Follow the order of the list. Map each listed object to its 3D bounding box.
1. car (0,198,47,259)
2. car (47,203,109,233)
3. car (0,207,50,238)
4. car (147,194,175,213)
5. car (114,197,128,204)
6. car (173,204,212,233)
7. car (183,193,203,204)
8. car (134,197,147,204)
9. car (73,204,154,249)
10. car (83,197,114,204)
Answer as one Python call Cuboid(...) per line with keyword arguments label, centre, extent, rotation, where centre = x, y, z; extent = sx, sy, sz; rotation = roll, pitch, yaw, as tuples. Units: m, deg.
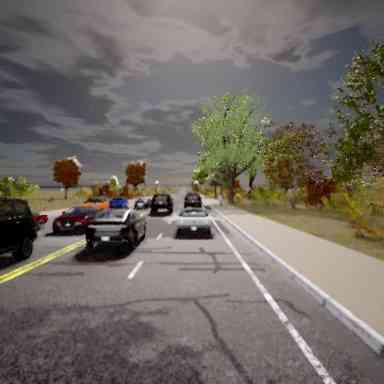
Cuboid(label="car", centre=(-6.576, 1.214, 9.607), extent=(2.150, 2.045, 5.566), rotation=(0, 0, 0))
Cuboid(label="car", centre=(-6.561, 1.548, 19.593), extent=(1.994, 1.385, 4.181), rotation=(0, 0, 1))
Cuboid(label="car", centre=(-9.816, 1.586, 18.407), extent=(1.895, 1.301, 4.718), rotation=(0, 0, 0))
Cuboid(label="car", centre=(-3.140, 1.183, 35.963), extent=(2.150, 2.045, 5.566), rotation=(0, 0, 0))
Cuboid(label="car", centre=(-9.737, 1.433, 44.141), extent=(1.882, 1.535, 5.008), rotation=(0, 0, 0))
Cuboid(label="car", centre=(0.106, 1.586, 19.411), extent=(1.895, 1.301, 4.718), rotation=(0, 0, 0))
Cuboid(label="car", centre=(0.104, 1.176, 41.105), extent=(2.150, 2.045, 5.566), rotation=(0, 0, 0))
Cuboid(label="car", centre=(-6.486, 1.447, 44.189), extent=(2.128, 1.511, 4.902), rotation=(0, 0, 0))
Cuboid(label="car", centre=(-3.146, 1.481, 14.507), extent=(2.128, 1.511, 4.902), rotation=(0, 0, 0))
Cuboid(label="car", centre=(-9.739, 1.317, 33.432), extent=(2.097, 1.767, 4.553), rotation=(0, 0, 0))
